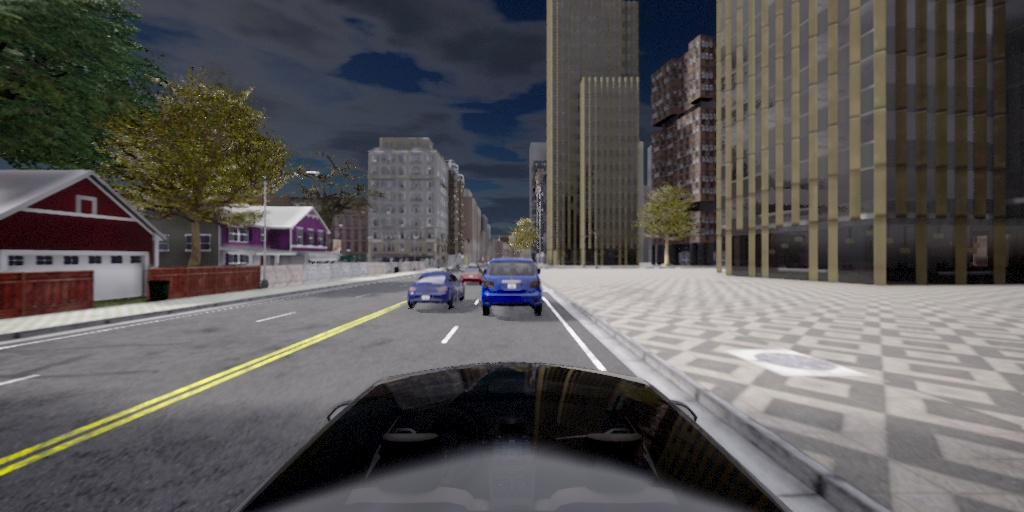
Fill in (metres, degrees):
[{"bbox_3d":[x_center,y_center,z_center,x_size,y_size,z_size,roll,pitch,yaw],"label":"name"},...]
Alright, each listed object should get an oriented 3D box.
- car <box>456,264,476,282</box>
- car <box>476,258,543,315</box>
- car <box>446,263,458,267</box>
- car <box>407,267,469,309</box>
[{"bbox_3d":[-3.230,1.594,30.336,1.994,1.385,4.181,0,-1,0],"label":"car"},{"bbox_3d":[0.010,1.095,14.424,2.150,2.045,5.566,0,0,0],"label":"car"},{"bbox_3d":[-9.816,1.839,59.478,2.128,1.511,4.902,0,-1,0],"label":"car"},{"bbox_3d":[-3.227,1.409,15.755,1.812,1.442,4.674,0,0,0],"label":"car"}]
